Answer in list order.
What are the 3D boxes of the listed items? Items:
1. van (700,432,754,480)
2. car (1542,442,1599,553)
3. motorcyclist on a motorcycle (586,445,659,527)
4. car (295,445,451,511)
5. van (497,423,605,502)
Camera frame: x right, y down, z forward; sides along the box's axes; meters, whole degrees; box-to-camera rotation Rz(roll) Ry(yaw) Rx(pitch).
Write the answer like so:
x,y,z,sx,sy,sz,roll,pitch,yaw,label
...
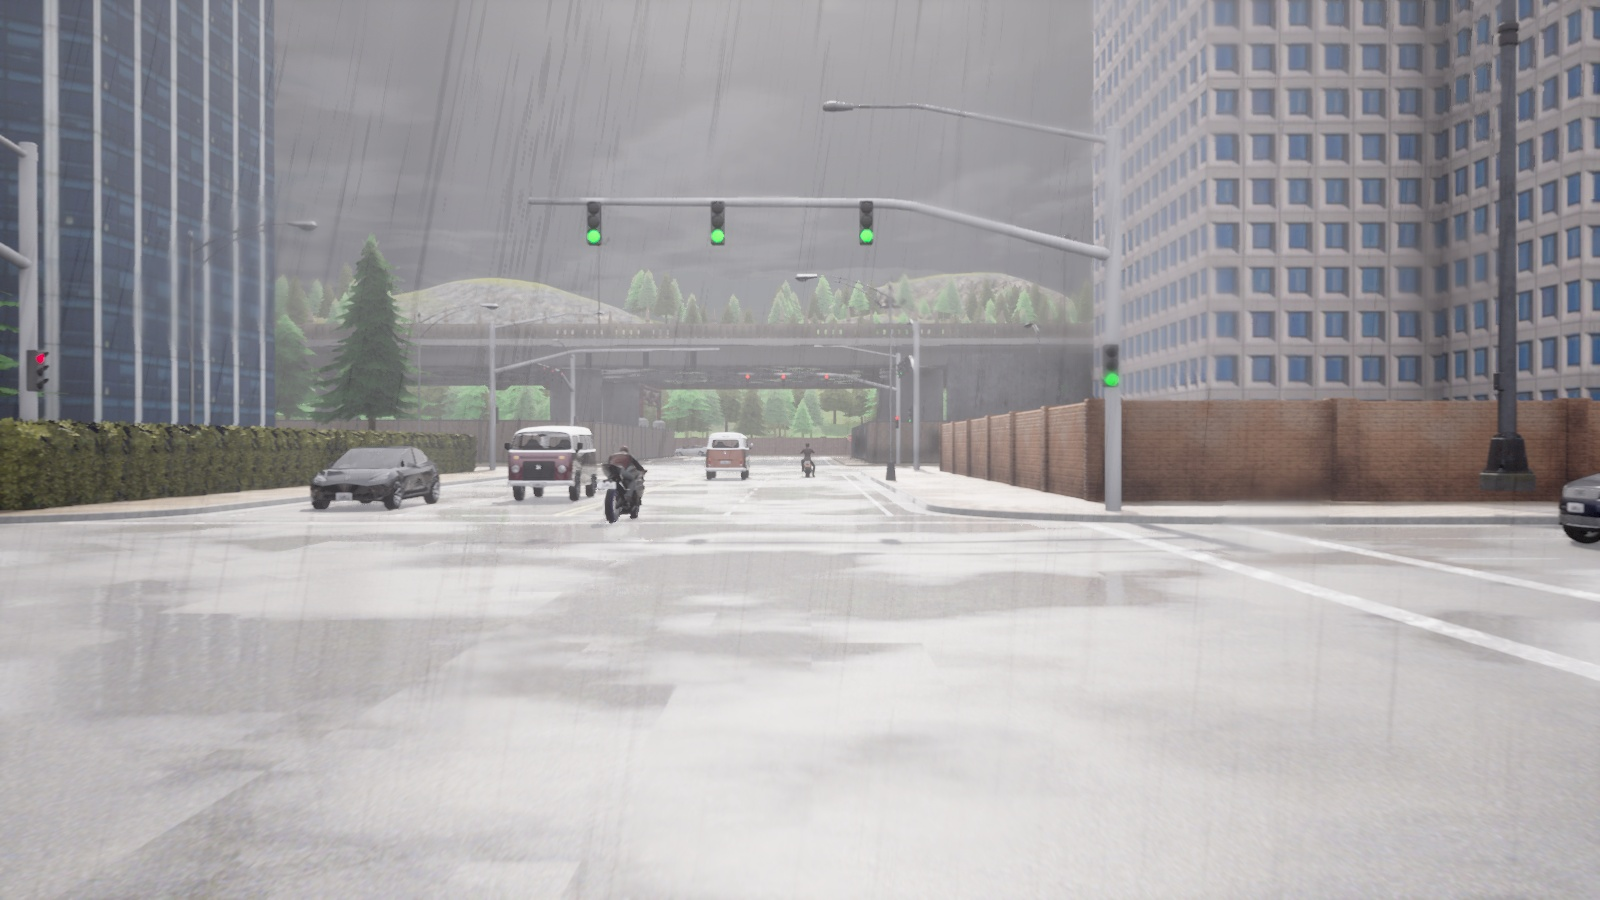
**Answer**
x,y,z,sx,sy,sz,roll,pitch,yaw,label
-3.168,0.245,55.437,2.069,2.038,4.480,0,0,0,van
13.036,0.663,18.021,3.705,1.549,1.789,0,0,1,car
-3.480,0.679,24.831,0.866,1.530,2.191,0,0,8,motorcyclist on a motorcycle
-10.308,0.614,30.776,2.163,1.488,4.792,0,0,0,car
-6.787,0.325,34.718,2.069,2.038,4.480,0,0,0,van
